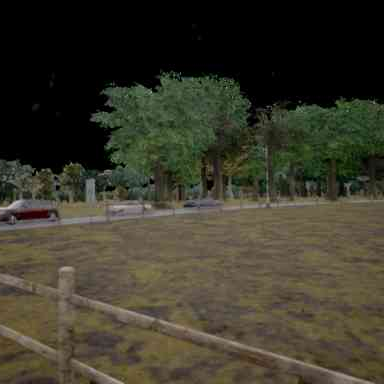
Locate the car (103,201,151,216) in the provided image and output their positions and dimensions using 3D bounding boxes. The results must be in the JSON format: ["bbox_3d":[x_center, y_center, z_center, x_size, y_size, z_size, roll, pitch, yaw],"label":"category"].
[{"bbox_3d":[-6.231,1.541,32.244,1.895,1.301,4.718,-2,-1,38],"label":"car"}]

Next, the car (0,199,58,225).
[{"bbox_3d":[-12.140,1.341,24.102,2.097,1.767,4.553,-2,-1,35],"label":"car"}]

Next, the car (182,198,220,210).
[{"bbox_3d":[1.244,1.410,41.061,2.033,1.411,5.357,-2,-1,44],"label":"car"}]
